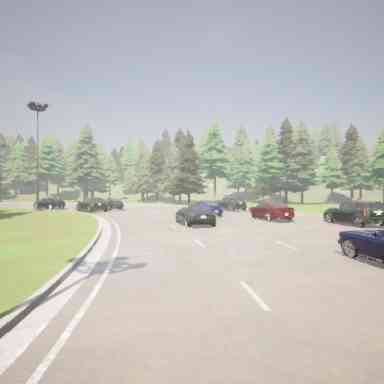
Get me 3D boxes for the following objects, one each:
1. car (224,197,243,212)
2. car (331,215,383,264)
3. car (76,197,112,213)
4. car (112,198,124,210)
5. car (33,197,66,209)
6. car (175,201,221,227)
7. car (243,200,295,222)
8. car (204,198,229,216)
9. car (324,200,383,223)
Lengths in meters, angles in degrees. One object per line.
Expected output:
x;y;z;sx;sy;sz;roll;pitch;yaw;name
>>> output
4.518;1.346;39.866;2.097;1.767;4.553;0;0;-30;car
6.344;1.599;9.788;1.895;1.301;4.718;0;0;-7;car
-11.310;1.346;37.463;2.097;1.767;4.553;0;0;-41;car
-10.438;1.484;41.562;2.128;1.511;4.902;0;0;-45;car
-18.820;1.498;43.892;4.892;1.490;1.837;0;0;30;car
0.162;1.560;22.842;1.994;1.385;4.181;0;0;-16;car
6.257;1.473;26.756;1.882;1.535;5.008;0;0;-16;car
1.223;1.521;30.612;1.812;1.442;4.674;0;0;-22;car
11.015;1.348;22.551;2.097;1.767;4.553;0;0;-13;car
